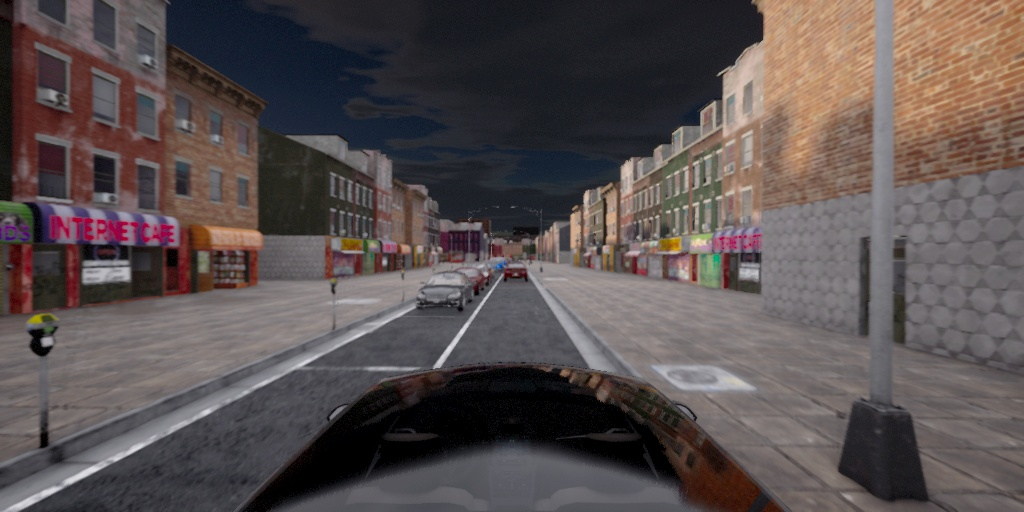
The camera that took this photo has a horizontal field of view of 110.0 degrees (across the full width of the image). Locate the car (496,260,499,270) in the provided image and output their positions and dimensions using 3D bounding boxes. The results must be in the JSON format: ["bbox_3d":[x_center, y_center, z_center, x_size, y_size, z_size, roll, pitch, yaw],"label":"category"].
[{"bbox_3d":[-2.349,1.280,30.391,1.751,1.417,4.829,0,0,1],"label":"car"}]

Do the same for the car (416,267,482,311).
[{"bbox_3d":[-2.526,1.294,14.260,2.007,1.370,4.403,0,0,1],"label":"car"}]

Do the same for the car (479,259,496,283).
[{"bbox_3d":[-2.407,1.190,25.127,1.967,1.591,4.097,0,0,1],"label":"car"}]

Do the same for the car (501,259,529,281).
[{"bbox_3d":[0.343,1.245,29.905,1.882,1.535,5.008,0,0,1],"label":"car"}]

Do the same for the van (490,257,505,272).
[{"bbox_3d":[-2.168,1.112,46.861,1.690,1.789,3.998,0,0,1],"label":"van"}]

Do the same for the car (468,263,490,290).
[{"bbox_3d":[-2.466,1.291,19.693,1.888,1.381,4.507,0,0,1],"label":"car"}]
